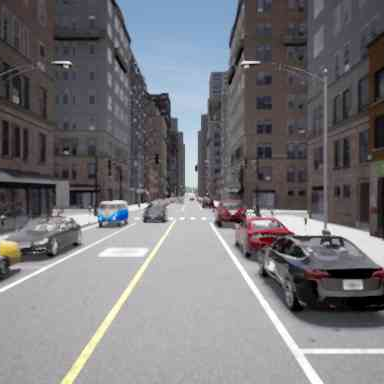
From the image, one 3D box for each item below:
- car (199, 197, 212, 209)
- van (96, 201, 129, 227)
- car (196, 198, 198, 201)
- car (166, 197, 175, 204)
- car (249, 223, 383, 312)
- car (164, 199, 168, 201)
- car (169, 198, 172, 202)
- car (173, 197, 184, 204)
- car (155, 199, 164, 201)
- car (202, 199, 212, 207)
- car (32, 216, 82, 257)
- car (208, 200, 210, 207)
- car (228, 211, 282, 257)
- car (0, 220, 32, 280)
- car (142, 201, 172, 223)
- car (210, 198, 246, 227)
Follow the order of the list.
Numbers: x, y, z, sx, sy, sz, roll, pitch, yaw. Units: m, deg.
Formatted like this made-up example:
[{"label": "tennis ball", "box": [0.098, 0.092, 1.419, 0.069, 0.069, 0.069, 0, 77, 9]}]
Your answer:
[{"label": "car", "box": [2.745, 1.845, 57.037, 2.192, 1.841, 5.009, -1, -1, 0]}, {"label": "van", "box": [-5.777, 1.571, 24.593, 1.690, 1.788, 3.998, -1, -1, 0]}, {"label": "car", "box": [2.745, 2.357, 84.557, 2.008, 1.369, 4.403, -1, -1, 0]}, {"label": "car", "box": [-5.782, 2.304, 90.063, 1.967, 1.590, 4.097, -1, -1, 0]}, {"label": "car", "box": [2.752, 1.640, 7.764, 1.947, 1.339, 4.313, -1, -1, 0]}, {"label": "car", "box": [-5.779, 1.970, 57.034, 1.967, 1.590, 4.097, -1, -1, 0]}, {"label": "car", "box": [-5.778, 2.203, 68.042, 1.947, 1.339, 4.313, -1, -1, 0]}, {"label": "car", "box": [-3.008, 2.124, 83.132, 2.097, 1.767, 4.553, 0, -1, 0]}, {"label": "car", "box": [-5.776, 2.059, 51.528, 1.802, 1.307, 4.206, -1, -1, 0]}, {"label": "car", "box": [2.747, 2.110, 62.709, 1.752, 1.417, 4.829, -1, -1, 0]}, {"label": "car", "box": [-5.774, 1.677, 13.374, 2.008, 1.369, 4.403, -1, -1, 0]}, {"label": "car", "box": [4.361, 1.942, 39.675, 4.181, 1.385, 1.994, 0, 0, 0]}, {"label": "car", "box": [2.752, 1.671, 13.374, 1.887, 1.381, 4.507, -1, -1, 0]}, {"label": "car", "box": [-5.773, 1.598, 7.594, 1.752, 1.417, 4.829, -1, -1, 0]}, {"label": "car", "box": [-3.019, 1.770, 28.232, 1.837, 1.490, 4.892, 0, -1, 0]}, {"label": "car", "box": [2.748, 1.545, 24.594, 2.192, 1.841, 5.009, -1, -1, 0]}]
